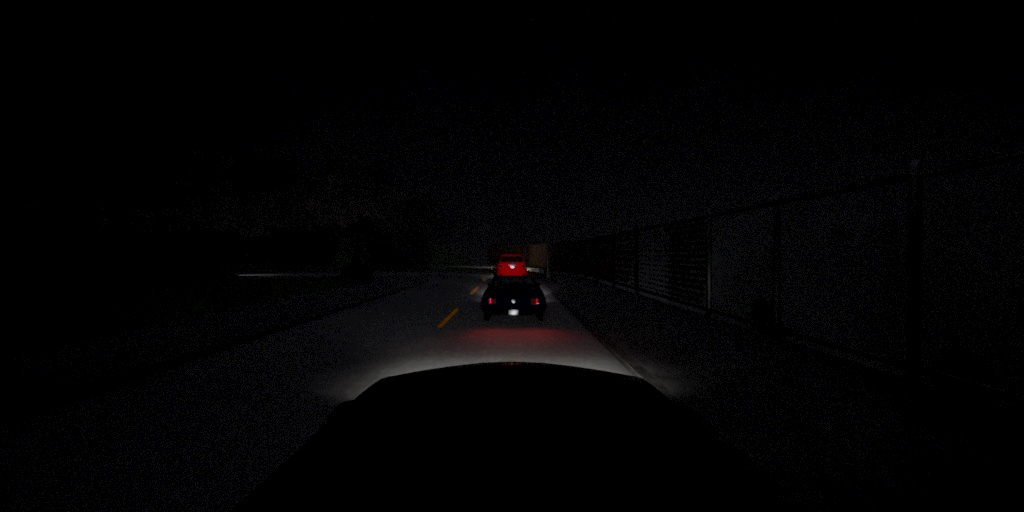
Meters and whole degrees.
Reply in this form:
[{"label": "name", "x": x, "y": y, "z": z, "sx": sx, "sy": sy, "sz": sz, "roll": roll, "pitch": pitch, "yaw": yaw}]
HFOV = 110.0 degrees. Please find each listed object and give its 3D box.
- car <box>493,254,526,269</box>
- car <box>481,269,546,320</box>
[{"label": "car", "x": -0.247, "y": 0.842, "z": 27.740, "sx": 2.150, "sy": 2.045, "sz": 5.566, "roll": 0, "pitch": 1, "yaw": -6}, {"label": "car", "x": 0.062, "y": 1.297, "z": 12.350, "sx": 1.895, "sy": 1.301, "sz": 4.718, "roll": 0, "pitch": 0, "yaw": 0}]
